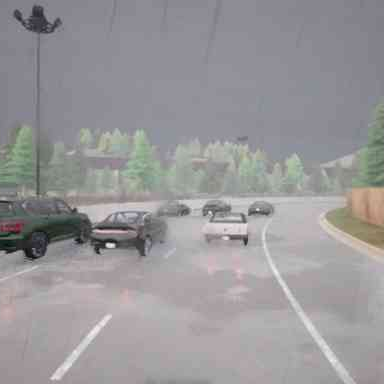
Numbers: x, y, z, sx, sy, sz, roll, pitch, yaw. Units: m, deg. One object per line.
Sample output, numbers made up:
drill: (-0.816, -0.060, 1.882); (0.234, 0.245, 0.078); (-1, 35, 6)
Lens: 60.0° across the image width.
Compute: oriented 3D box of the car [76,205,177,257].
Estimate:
car: (-2.210, 1.474, 12.898); (2.128, 1.511, 4.902); (0, 0, 8)

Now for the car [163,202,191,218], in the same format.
car: (-1.569, 1.537, 29.940); (1.994, 1.385, 4.181); (0, 0, 19)

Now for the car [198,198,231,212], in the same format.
car: (2.375, 1.494, 30.631); (1.837, 1.490, 4.892); (0, 0, 20)

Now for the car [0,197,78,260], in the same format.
car: (-5.835, 1.189, 12.558); (2.150, 2.045, 5.566); (0, 0, 8)

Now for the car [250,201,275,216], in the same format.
car: (6.821, 1.570, 32.437); (1.994, 1.385, 4.181); (0, 0, 22)

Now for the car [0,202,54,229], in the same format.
car: (-11.338, 1.464, 21.916); (1.812, 1.442, 4.674); (0, 0, 13)

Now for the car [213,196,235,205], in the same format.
car: (5.687, 1.508, 59.319); (1.812, 1.442, 4.674); (0, 0, 36)

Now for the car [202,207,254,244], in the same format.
car: (1.811, 1.597, 15.840); (1.895, 1.301, 4.718); (0, 0, 11)
